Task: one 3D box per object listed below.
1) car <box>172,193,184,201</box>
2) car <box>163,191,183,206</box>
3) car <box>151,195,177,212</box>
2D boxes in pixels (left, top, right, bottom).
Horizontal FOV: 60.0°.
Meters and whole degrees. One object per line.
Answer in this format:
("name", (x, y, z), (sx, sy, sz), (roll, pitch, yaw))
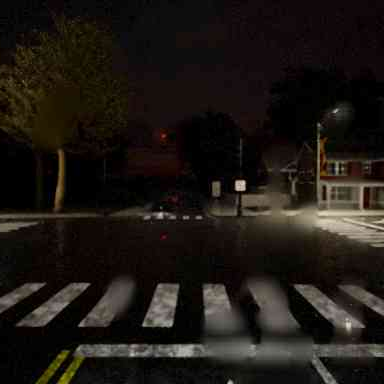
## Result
("car", (-2.778, 1.014, 67.161), (2.128, 1.511, 4.902), (0, 0, 0))
("car", (-2.914, 0.893, 47.748), (2.150, 2.045, 5.566), (0, 1, 0))
("car", (-2.969, 1.335, 34.241), (1.994, 1.385, 4.181), (0, 0, 1))
